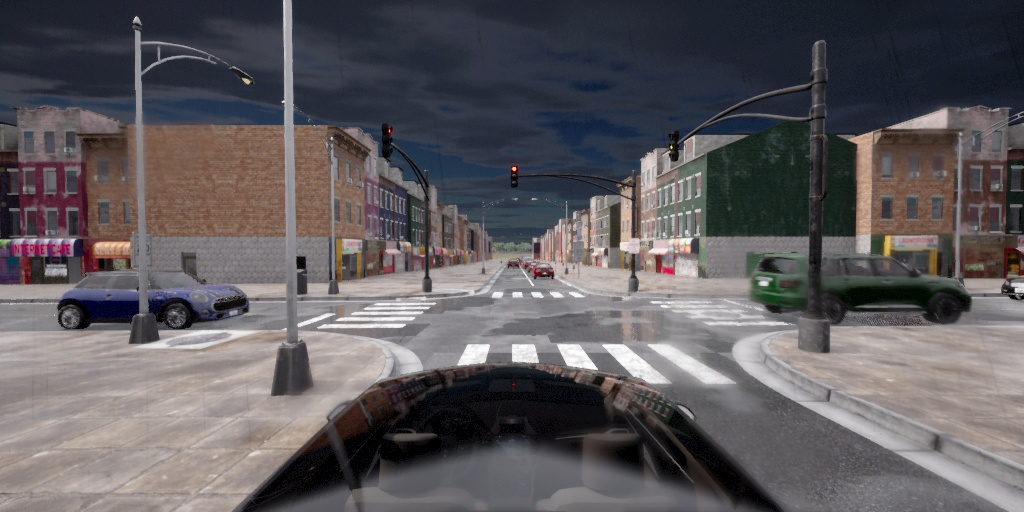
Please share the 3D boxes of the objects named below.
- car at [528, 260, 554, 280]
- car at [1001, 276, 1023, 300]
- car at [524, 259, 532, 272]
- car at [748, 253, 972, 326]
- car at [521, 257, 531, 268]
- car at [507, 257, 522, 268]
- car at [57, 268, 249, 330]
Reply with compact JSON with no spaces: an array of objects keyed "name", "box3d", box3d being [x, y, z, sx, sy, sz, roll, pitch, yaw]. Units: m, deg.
[{"name":"car","box3d":[2.699,1.292,31.665,1.888,1.381,4.507,0,0,0]},{"name":"car","box3d":[22.461,1.087,14.069,4.902,1.511,2.128,0,1,0]},{"name":"car","box3d":[2.721,1.329,42.730,1.802,1.307,4.207,0,0,0]},{"name":"car","box3d":[10.507,0.935,11.149,5.566,2.045,2.150,0,1,0]},{"name":"car","box3d":[2.744,1.293,53.795,1.888,1.381,4.507,0,0,0]},{"name":"car","box3d":[0.219,1.226,59.294,1.882,1.535,5.008,0,0,0]},{"name":"car","box3d":[-10.948,1.205,11.195,4.553,1.767,2.097,0,1,0]}]
